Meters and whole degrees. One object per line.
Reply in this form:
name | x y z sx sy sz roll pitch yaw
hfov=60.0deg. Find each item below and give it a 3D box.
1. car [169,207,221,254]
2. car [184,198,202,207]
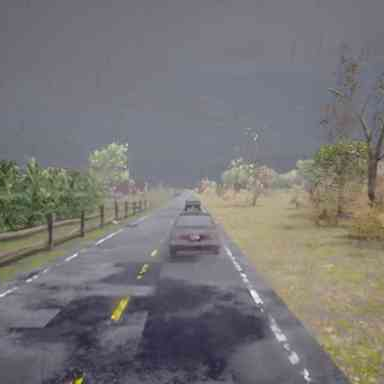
car | 0.097 1.534 13.375 2.033 1.411 5.357 0 0 0
car | 0.075 1.442 40.160 1.837 1.490 4.892 0 -1 0
